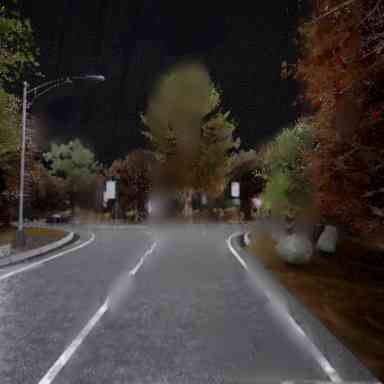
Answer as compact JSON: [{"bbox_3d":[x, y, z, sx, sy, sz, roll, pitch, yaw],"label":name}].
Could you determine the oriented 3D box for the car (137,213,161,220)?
[{"bbox_3d":[-8.380,4.718,63.734,5.008,1.535,1.882,2,-5,-16],"label":"car"}]

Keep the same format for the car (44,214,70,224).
[{"bbox_3d":[-19.765,3.988,49.179,2.033,1.411,5.357,0,-4,2],"label":"car"}]
